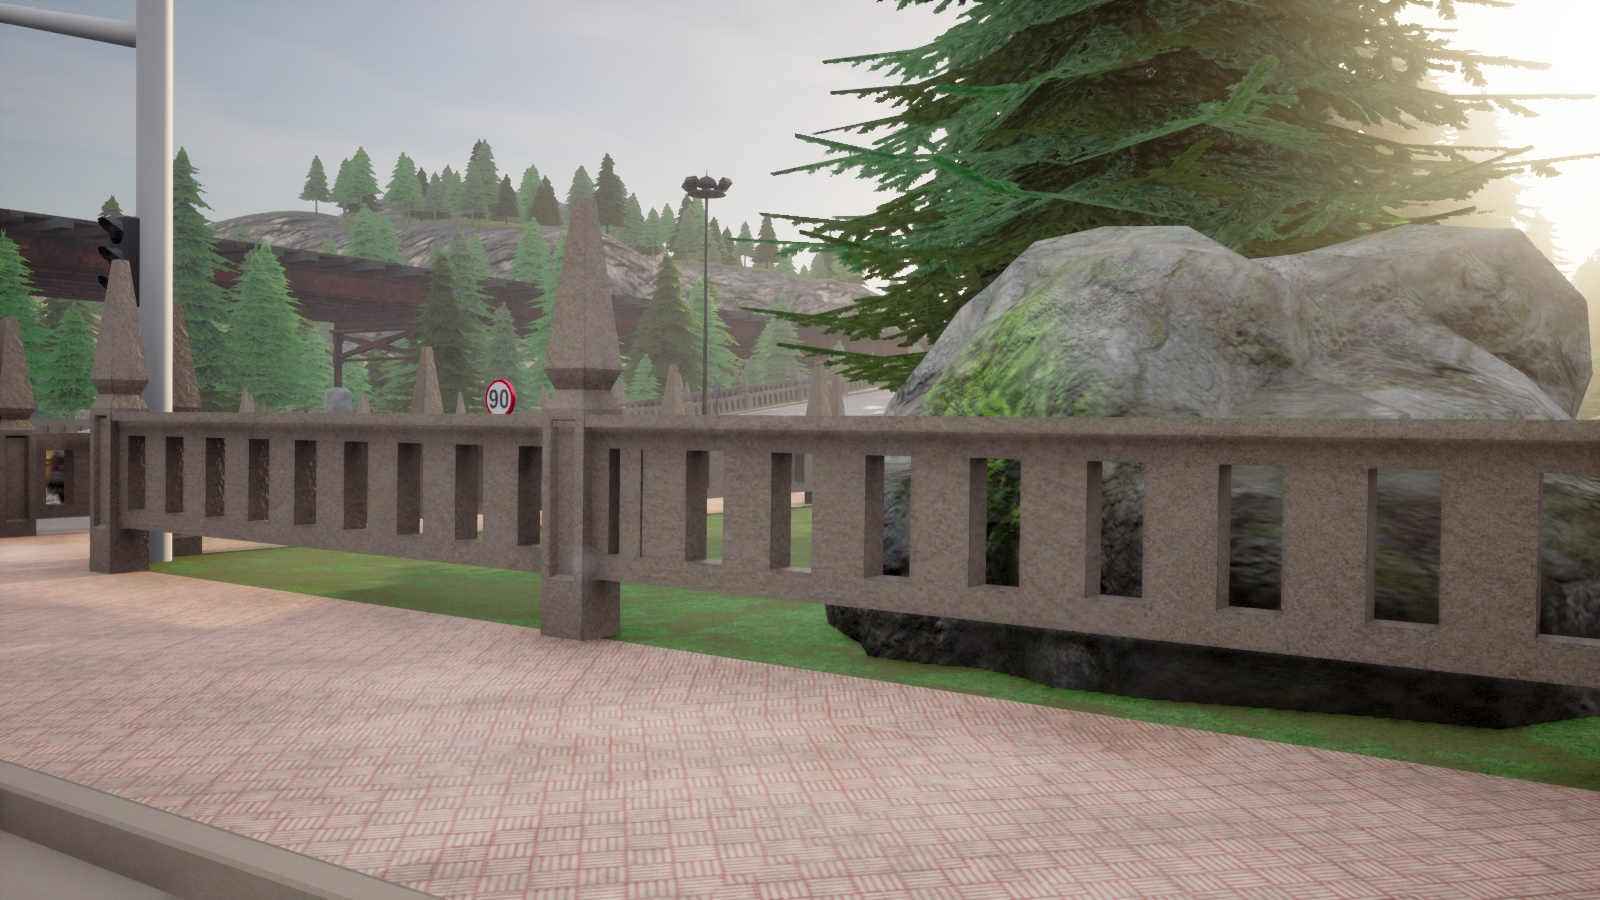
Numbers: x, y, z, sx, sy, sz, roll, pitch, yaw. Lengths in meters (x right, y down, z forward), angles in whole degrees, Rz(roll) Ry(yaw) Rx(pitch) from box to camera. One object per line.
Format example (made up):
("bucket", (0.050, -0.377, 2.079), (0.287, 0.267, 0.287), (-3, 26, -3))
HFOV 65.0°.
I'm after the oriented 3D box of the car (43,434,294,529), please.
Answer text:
("car", (-11.526, 0.502, 23.126), (1.789, 1.549, 3.705), (0, 1, 34))
